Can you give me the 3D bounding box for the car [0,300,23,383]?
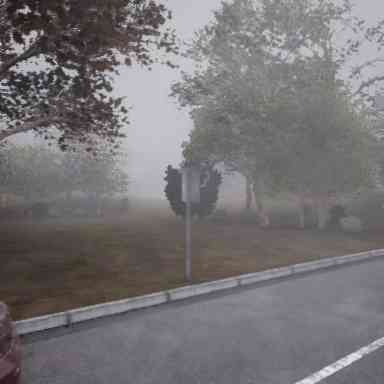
[{"bbox_3d":[-3.745,1.528,2.211,4.674,1.442,1.812,0,0,-35],"label":"car"}]
